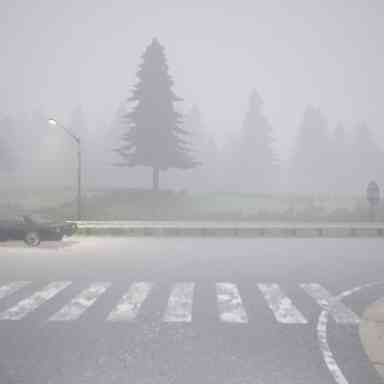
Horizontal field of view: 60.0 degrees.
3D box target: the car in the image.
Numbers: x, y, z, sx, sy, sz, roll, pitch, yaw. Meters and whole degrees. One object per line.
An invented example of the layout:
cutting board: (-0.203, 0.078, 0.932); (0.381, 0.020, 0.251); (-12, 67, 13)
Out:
car: (-7.696, 1.612, 14.693); (4.718, 1.301, 1.895); (0, 0, 9)
